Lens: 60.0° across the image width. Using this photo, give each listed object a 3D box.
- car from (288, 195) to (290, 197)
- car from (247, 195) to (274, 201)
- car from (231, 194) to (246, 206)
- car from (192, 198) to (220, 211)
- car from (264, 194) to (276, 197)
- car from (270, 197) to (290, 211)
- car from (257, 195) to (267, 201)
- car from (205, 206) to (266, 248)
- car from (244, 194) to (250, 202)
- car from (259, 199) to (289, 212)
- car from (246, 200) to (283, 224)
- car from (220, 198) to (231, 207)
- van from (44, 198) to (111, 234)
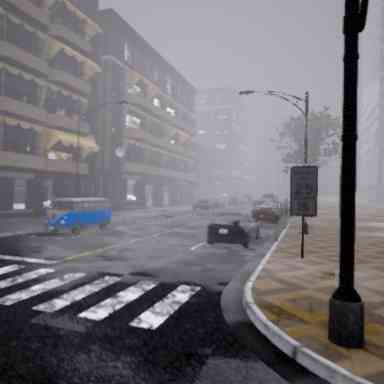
[{"bbox_3d":[14.979,1.656,51.892,1.752,1.417,4.829,2,1,19],"label":"car"},{"bbox_3d":[8.868,1.537,42.540,2.128,1.511,4.902,1,0,19],"label":"car"},{"bbox_3d":[7.023,1.535,54.527,1.947,1.339,4.313,2,1,19],"label":"car"},{"bbox_3d":[1.451,1.482,38.775,1.947,1.339,4.313,2,1,19],"label":"car"},{"bbox_3d":[12.282,1.299,52.348,2.150,2.045,5.566,1,0,19],"label":"car"},{"bbox_3d":[11.207,1.646,41.230,2.008,1.369,4.403,2,1,19],"label":"car"},{"bbox_3d":[18.168,1.624,86.031,1.887,1.381,4.507,2,1,19],"label":"car"},{"bbox_3d":[1.919,1.578,14.977,1.947,1.339,4.313,2,1,19],"label":"car"},{"bbox_3d":[8.825,1.511,59.617,1.752,1.417,4.829,2,1,19],"label":"car"},{"bbox_3d":[7.492,1.612,30.728,2.008,1.369,4.403,2,1,19],"label":"car"},{"bbox_3d":[5.634,1.589,25.477,1.887,1.381,4.507,2,1,19],"label":"car"},{"bbox_3d":[3.308,1.484,44.025,2.008,1.369,4.403,2,1,19],"label":"car"},{"bbox_3d":[-5.972,1.192,17.770,1.690,1.788,3.998,2,1,19],"label":"van"}]
